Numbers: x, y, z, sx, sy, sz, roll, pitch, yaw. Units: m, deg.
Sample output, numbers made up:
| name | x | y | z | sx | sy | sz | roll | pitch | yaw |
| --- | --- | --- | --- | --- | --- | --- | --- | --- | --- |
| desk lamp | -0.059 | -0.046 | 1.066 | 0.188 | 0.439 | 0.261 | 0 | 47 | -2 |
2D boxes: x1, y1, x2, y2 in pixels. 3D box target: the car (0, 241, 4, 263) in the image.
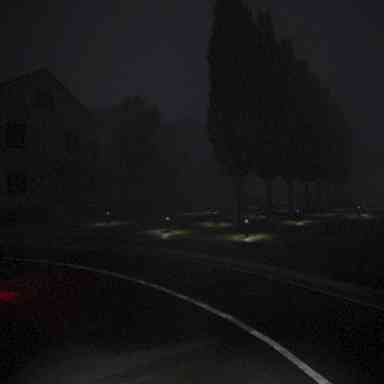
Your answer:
| name | x | y | z | sx | sy | sz | roll | pitch | yaw |
| --- | --- | --- | --- | --- | --- | --- | --- | --- | --- |
| car | -7.724 | 1.687 | 9.668 | 4.902 | 1.511 | 2.128 | -1 | -1 | 24 |
